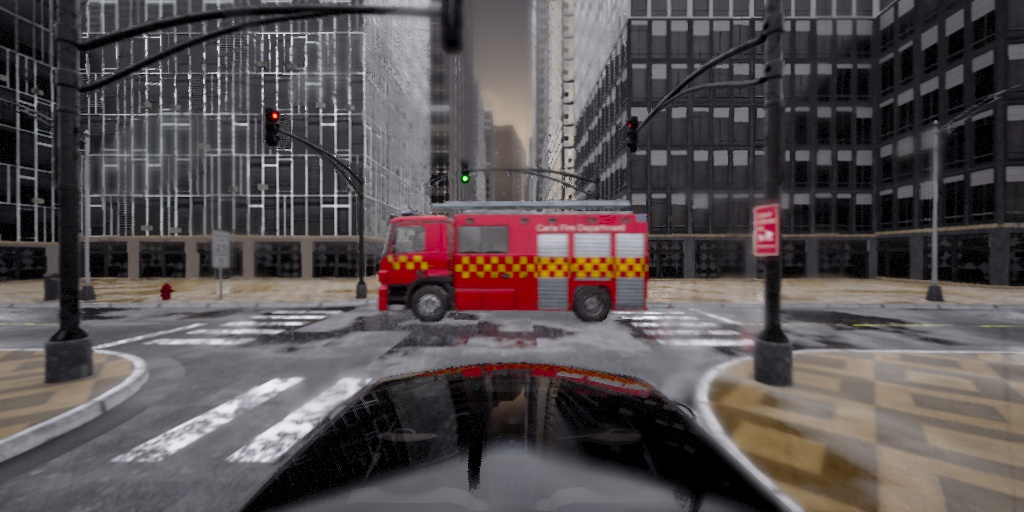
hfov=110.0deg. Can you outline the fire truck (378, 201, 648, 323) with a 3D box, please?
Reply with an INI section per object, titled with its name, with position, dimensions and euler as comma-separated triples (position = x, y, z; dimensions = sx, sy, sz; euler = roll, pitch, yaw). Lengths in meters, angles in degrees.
[fire truck]
position = 0.053, 0.155, 12.354
dimensions = 8.468, 3.827, 2.891
euler = 0, 0, 1
